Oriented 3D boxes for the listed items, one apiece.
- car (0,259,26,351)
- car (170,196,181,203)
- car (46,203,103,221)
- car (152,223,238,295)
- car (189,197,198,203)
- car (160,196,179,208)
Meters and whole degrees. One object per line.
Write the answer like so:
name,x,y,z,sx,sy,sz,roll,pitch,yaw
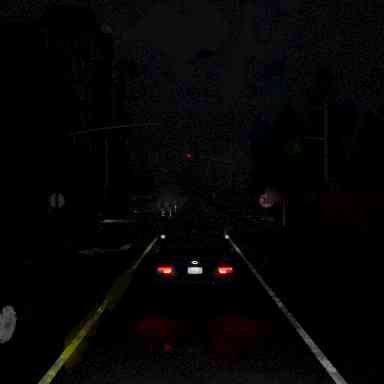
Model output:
car,-3.568,1.505,3.374,1.837,1.490,4.892,0,0,0
car,-3.359,1.547,68.884,2.033,1.411,5.357,0,0,0
car,-9.116,1.576,25.922,4.181,1.385,1.994,0,0,-1
car,0.077,1.547,8.870,2.033,1.411,5.357,0,0,0
car,0.244,1.601,69.643,1.895,1.301,4.718,0,0,0
car,-3.495,1.491,48.300,2.128,1.511,4.902,0,0,0
